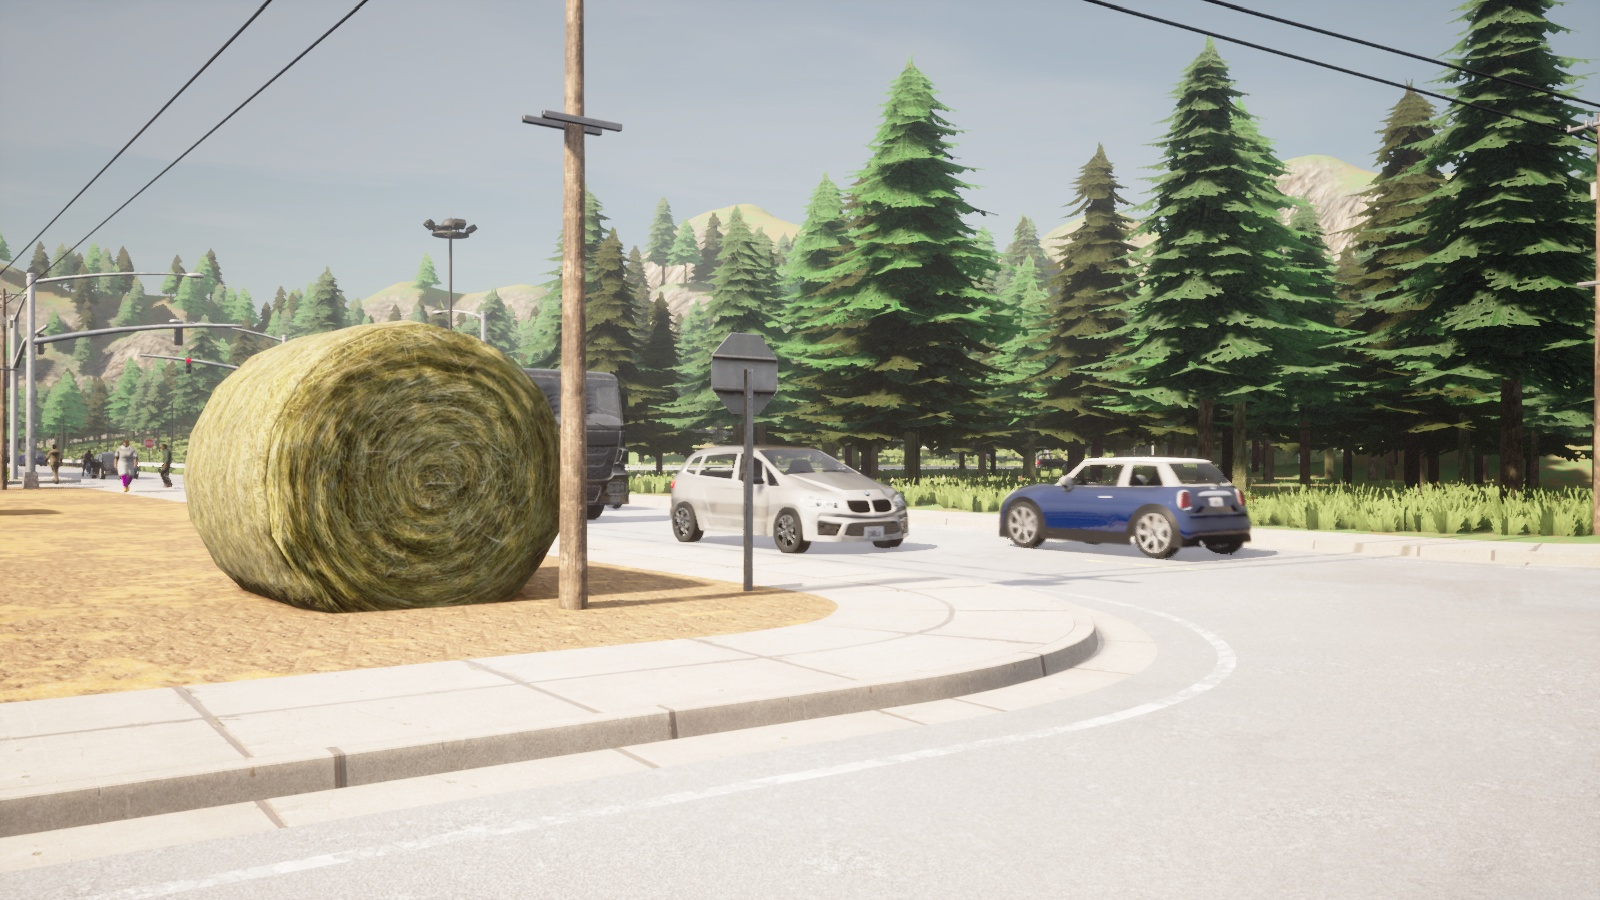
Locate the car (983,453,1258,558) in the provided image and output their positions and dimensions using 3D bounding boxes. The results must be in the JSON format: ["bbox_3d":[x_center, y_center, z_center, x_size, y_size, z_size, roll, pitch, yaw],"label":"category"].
[{"bbox_3d":[4.942,0.783,19.768,1.970,1.475,3.806,0,0,-37],"label":"car"}]

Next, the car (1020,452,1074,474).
[{"bbox_3d":[17.822,0.916,90.697,3.705,1.549,1.789,0,0,-36],"label":"car"}]

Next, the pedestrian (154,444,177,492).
[{"bbox_3d":[-25.733,0.735,50.926,0.788,1.949,0.423,0,0,-21],"label":"pedestrian"}]

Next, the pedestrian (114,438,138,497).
[{"bbox_3d":[-22.606,0.578,42.130,0.659,1.952,0.873,0,0,-31],"label":"pedestrian"}]

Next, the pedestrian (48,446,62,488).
[{"bbox_3d":[-33.760,0.766,56.912,0.396,1.930,0.692,0,0,-42],"label":"pedestrian"}]

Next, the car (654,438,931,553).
[{"bbox_3d":[-0.244,0.676,20.769,2.242,1.667,4.611,0,0,-38],"label":"car"}]

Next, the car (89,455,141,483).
[{"bbox_3d":[-38.275,1.037,70.097,1.837,1.490,4.892,0,0,-38],"label":"car"}]

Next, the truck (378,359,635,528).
[{"bbox_3d":[-7.195,-0.114,29.783,2.891,3.462,7.936,0,0,-38],"label":"truck"}]
